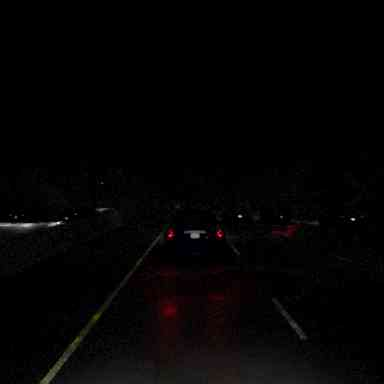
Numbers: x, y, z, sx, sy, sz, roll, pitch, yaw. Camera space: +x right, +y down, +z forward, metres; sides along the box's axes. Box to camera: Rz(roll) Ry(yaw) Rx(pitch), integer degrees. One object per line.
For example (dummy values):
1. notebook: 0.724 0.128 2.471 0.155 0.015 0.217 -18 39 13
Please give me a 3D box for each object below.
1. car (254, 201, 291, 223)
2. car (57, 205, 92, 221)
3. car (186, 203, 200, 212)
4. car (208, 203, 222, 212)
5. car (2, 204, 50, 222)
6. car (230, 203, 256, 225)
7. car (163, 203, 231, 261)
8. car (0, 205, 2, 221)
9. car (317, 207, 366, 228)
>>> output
1. car: 7.104 1.788 28.862 2.128 1.511 4.902 0 -1 0
2. car: -10.592 1.876 30.767 2.033 1.411 5.357 0 -1 0
3. car: 0.106 2.282 49.771 1.994 1.385 4.181 0 -1 0
4. car: 3.607 2.394 52.757 1.895 1.301 4.718 0 -1 0
5. car: -14.086 1.804 29.028 1.837 1.490 4.892 0 -1 0
6. car: 3.603 1.830 26.867 1.994 1.385 4.181 0 -1 0
7. car: 0.100 1.442 12.772 2.097 1.767 4.553 0 -1 0
8. car: -17.591 1.883 31.189 2.033 1.411 5.357 0 -1 0
9. car: 10.602 1.785 23.893 1.994 1.385 4.181 0 -1 0
